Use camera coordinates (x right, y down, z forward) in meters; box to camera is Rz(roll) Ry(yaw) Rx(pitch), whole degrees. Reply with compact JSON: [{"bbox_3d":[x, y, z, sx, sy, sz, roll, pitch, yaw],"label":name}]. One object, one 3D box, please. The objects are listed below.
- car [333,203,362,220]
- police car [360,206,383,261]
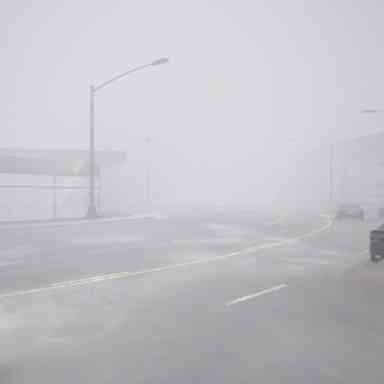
[{"bbox_3d":[12.949,1.564,27.678,1.994,1.385,4.181,0,0,19],"label":"car"},{"bbox_3d":[7.643,1.425,11.455,1.930,1.638,5.238,0,0,41],"label":"police car"}]
